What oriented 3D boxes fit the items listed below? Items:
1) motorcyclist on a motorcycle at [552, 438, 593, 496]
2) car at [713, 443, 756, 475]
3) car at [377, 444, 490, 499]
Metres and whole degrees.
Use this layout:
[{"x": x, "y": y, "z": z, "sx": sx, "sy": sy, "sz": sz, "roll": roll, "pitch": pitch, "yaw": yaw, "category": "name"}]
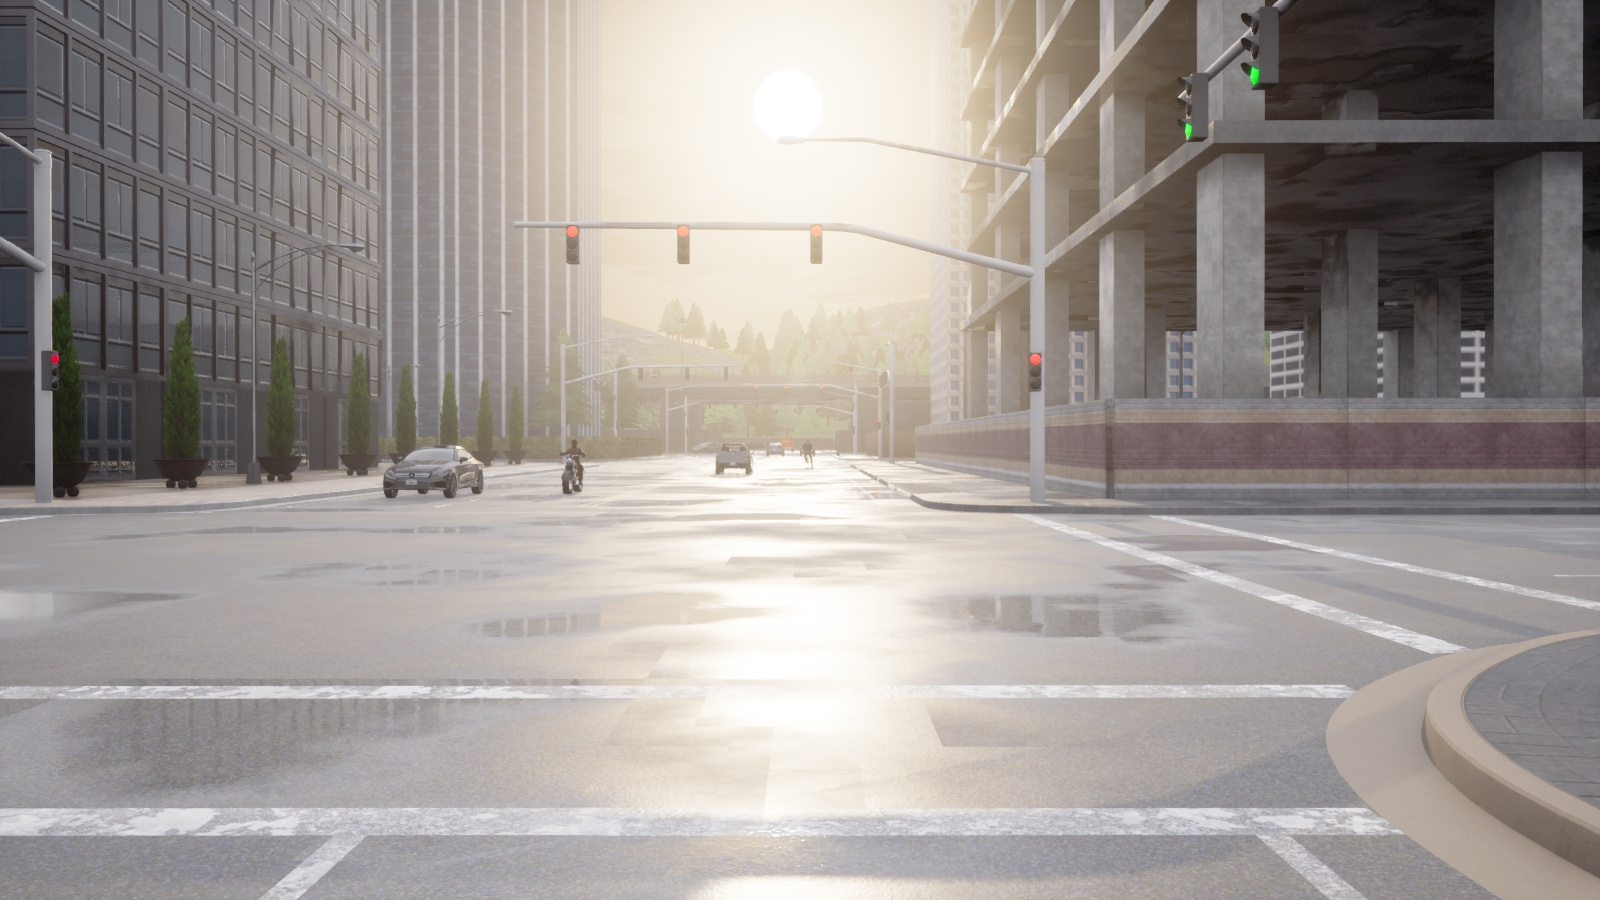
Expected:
[{"x": -6.765, "y": 0.480, "z": 37.403, "sx": 0.766, "sy": 1.649, "sz": 2.350, "roll": 0, "pitch": 0, "yaw": 0, "category": "motorcyclist on a motorcycle"}, {"x": -3.129, "y": 0.416, "z": 60.518, "sx": 1.845, "sy": 1.501, "sz": 3.633, "roll": 0, "pitch": 0, "yaw": 0, "category": "car"}, {"x": -10.276, "y": 0.563, "z": 35.566, "sx": 1.812, "sy": 1.442, "sz": 4.674, "roll": 0, "pitch": 0, "yaw": 0, "category": "car"}]
